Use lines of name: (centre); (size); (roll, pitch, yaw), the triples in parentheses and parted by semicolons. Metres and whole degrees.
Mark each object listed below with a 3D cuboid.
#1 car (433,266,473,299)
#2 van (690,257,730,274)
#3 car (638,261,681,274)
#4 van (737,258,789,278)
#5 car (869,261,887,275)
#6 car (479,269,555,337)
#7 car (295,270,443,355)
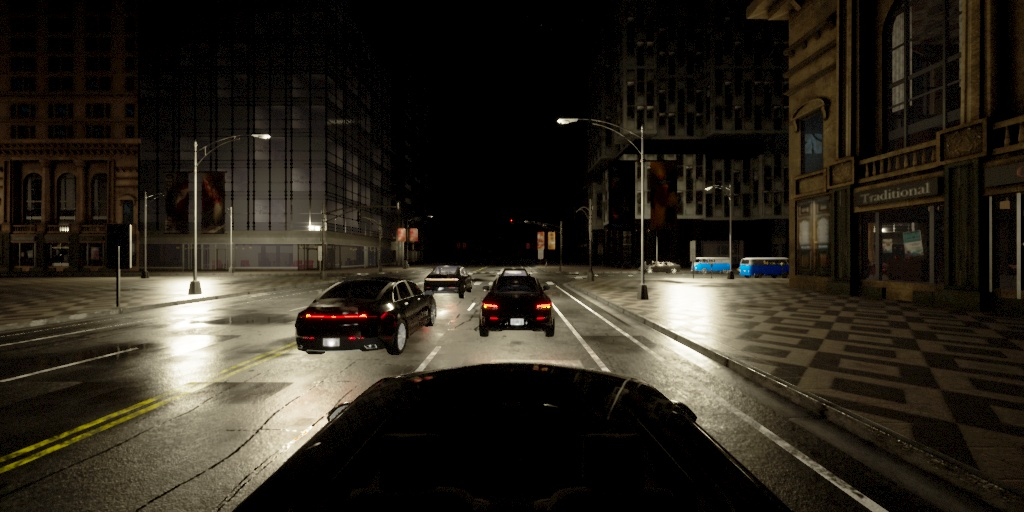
car: (-3.104, 1.240, 18.067); (2.128, 1.511, 4.902); (0, 0, 0)
van: (21.604, 1.039, 38.857); (3.998, 1.789, 1.690); (0, 0, 0)
car: (15.985, 1.260, 38.898); (4.403, 1.370, 2.007); (0, 0, 0)
van: (21.544, 1.030, 30.332); (3.998, 1.789, 1.690); (0, 0, 0)
car: (32.781, 1.250, 30.251); (4.207, 1.307, 1.802); (0, 0, 0)
car: (0.124, 1.275, 10.147); (1.812, 1.442, 4.674); (0, 0, 0)
car: (-3.133, 1.254, 8.653); (1.837, 1.490, 4.892); (0, 0, 0)
